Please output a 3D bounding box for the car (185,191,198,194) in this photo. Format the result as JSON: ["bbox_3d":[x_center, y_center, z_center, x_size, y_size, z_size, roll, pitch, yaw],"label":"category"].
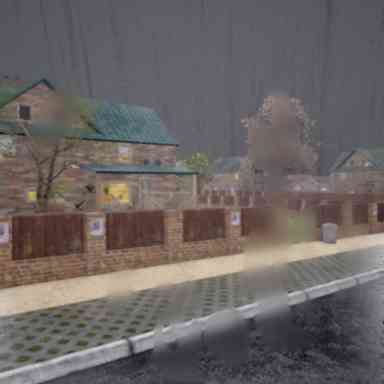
[{"bbox_3d":[-0.322,0.603,55.066,2.128,1.511,4.902,-2,2,-35],"label":"car"}]
